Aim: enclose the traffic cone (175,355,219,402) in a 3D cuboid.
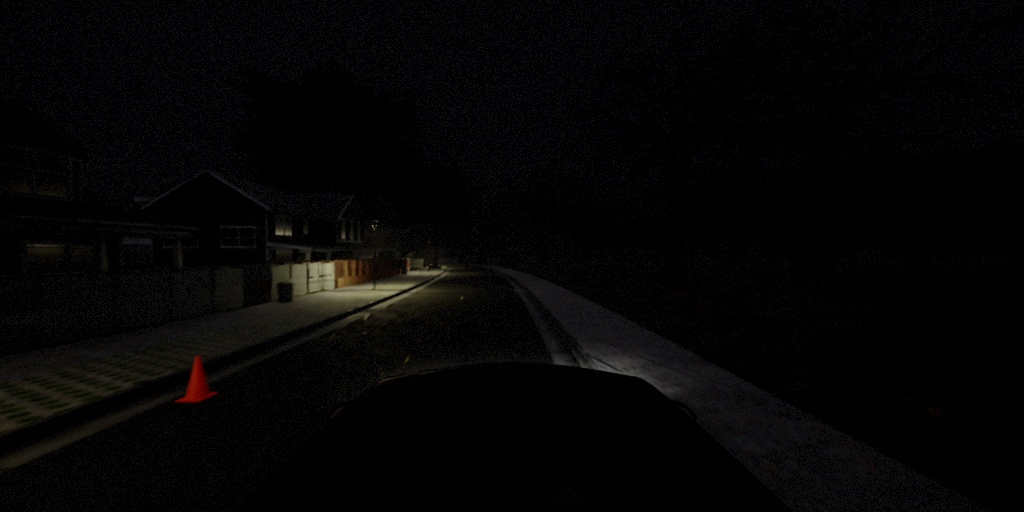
[{"bbox_3d":[-4.436,1.704,5.065,0.340,0.580,0.340,0,0,-1],"label":"traffic cone"}]
